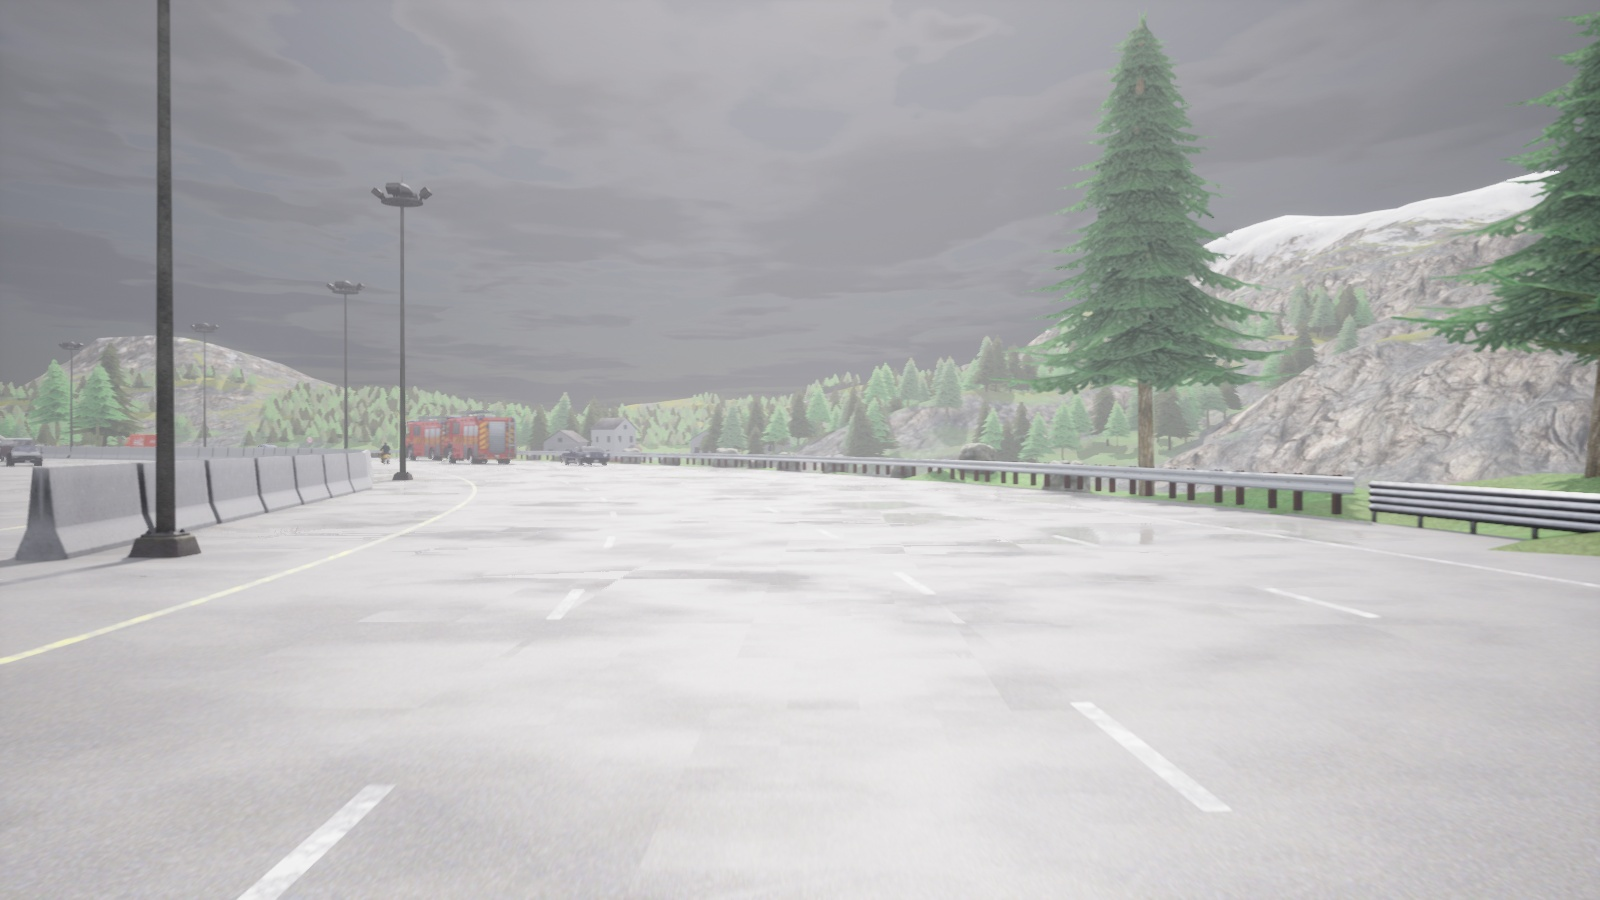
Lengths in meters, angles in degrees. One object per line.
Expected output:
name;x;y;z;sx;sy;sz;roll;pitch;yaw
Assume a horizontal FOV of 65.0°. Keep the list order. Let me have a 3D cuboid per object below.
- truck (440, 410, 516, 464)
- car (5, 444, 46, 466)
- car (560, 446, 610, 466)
truck;-23.799;-0.950;92.492;2.891;3.827;8.468;0;0;-32
car;-51.613;0.300;83.658;2.033;1.411;5.357;0;0;-35
car;-14.294;0.371;83.290;1.895;1.301;4.718;0;0;-29
